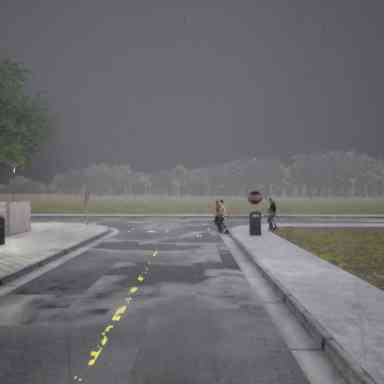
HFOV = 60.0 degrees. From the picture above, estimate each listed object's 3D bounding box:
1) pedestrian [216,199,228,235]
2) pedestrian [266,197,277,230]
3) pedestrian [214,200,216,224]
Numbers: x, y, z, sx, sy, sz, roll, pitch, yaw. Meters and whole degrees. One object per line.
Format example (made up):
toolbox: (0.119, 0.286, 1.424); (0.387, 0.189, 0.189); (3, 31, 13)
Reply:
pedestrian: (1.558, 1.293, 17.324); (0.375, 1.860, 0.375); (0, 0, 0)
pedestrian: (4.284, 1.146, 17.910); (0.375, 1.860, 0.375); (0, 0, 0)
pedestrian: (1.477, 1.293, 18.524); (0.375, 1.860, 0.375); (0, 0, 0)
